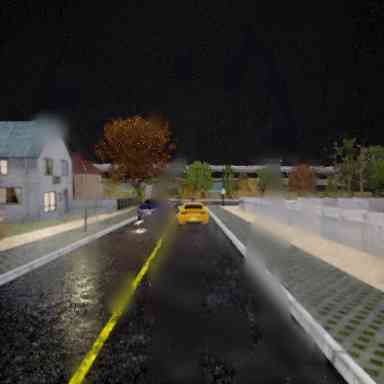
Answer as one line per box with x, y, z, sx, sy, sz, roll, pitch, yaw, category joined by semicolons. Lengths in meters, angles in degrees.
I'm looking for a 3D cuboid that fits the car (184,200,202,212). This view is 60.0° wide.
0.097;1.578;38.777;1.895;1.301;4.718;0;0;0;car

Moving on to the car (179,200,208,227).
0.099;1.454;22.688;1.882;1.535;5.008;0;0;0;car

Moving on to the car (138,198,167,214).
-2.753;1.154;24.080;1.812;1.442;4.674;0;0;0;car
